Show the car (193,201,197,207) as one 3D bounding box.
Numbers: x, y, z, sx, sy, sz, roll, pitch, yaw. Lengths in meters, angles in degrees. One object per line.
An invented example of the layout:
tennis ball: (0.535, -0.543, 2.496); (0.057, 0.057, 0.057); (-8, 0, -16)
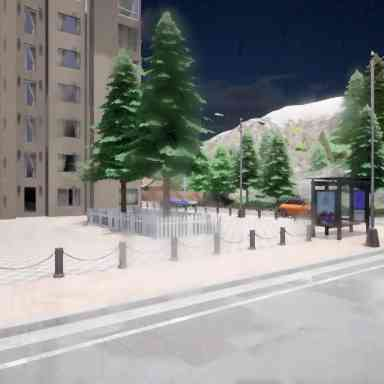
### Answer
car: (-1.337, 1.616, 49.961); (1.895, 1.301, 4.718); (0, 0, -35)

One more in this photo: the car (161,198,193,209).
car: (-2.423, 1.493, 45.357); (1.882, 1.535, 5.008); (0, 0, -35)

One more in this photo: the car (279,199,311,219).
car: (9.604, 1.367, 28.037); (2.097, 1.767, 4.553); (0, 0, -35)
